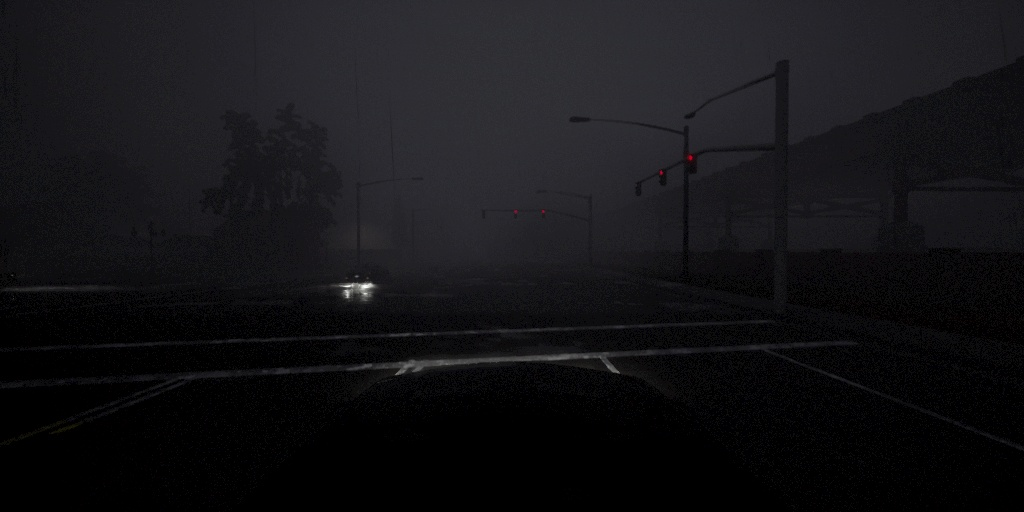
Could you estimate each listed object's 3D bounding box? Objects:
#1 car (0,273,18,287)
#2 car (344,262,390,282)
[{"bbox_3d":[-32.848,1.258,21.278,4.718,1.301,1.895,0,1,-1],"label":"car"},{"bbox_3d":[-10.495,1.162,26.213,1.994,1.385,4.181,0,1,0],"label":"car"}]
